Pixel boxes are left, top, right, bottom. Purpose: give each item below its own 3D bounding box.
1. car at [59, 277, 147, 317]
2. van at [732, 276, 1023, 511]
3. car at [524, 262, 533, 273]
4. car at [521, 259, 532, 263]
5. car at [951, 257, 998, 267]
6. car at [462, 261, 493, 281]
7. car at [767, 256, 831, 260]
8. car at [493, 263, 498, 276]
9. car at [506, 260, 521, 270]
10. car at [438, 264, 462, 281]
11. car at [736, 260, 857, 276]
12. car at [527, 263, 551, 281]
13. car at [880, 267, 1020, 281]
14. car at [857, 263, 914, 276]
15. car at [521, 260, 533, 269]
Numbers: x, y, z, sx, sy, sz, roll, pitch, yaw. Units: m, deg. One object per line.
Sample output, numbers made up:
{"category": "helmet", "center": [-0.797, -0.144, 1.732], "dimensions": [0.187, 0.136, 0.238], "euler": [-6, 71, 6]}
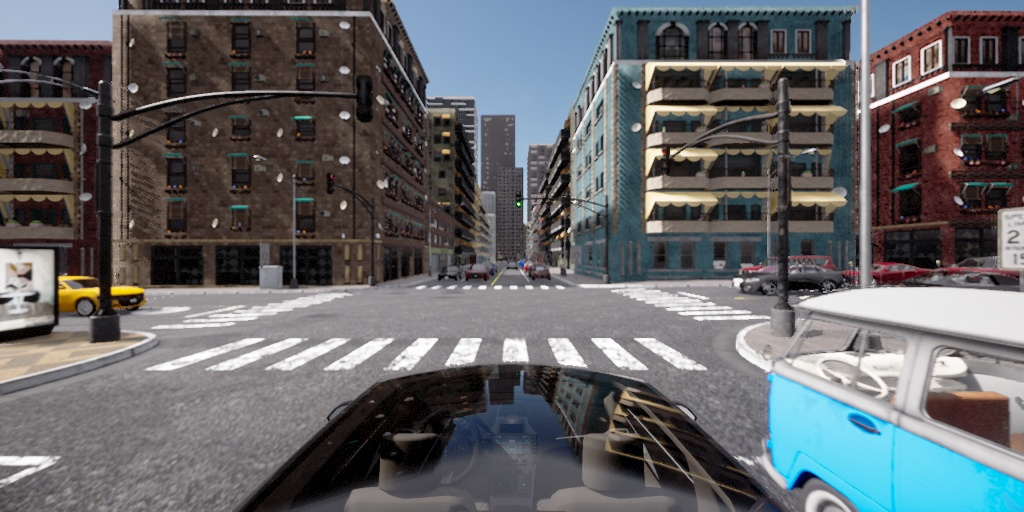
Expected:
{"category": "car", "center": [-17.885, 1.577, 14.554], "dimensions": [5.008, 1.535, 1.882], "euler": [-1, 0, 0]}
{"category": "van", "center": [2.690, 1.086, 1.050], "dimensions": [1.690, 1.789, 3.998], "euler": [0, 0, 0]}
{"category": "car", "center": [2.664, 1.606, 38.966], "dimensions": [1.948, 1.339, 4.313], "euler": [0, 0, 0]}
{"category": "car", "center": [3.108, 1.705, 64.206], "dimensions": [1.801, 1.575, 5.366], "euler": [0, 0, 0]}
{"category": "car", "center": [23.972, 0.844, 18.094], "dimensions": [4.553, 1.767, 2.097], "euler": [-1, 0, 0]}
{"category": "car", "center": [-3.120, 1.472, 33.157], "dimensions": [1.882, 1.535, 5.008], "euler": [0, 0, 0]}
{"category": "car", "center": [15.760, 0.925, 20.614], "dimensions": [5.009, 1.841, 2.192], "euler": [0, 0, 0]}
{"category": "car", "center": [-3.124, 1.420, 42.338], "dimensions": [2.097, 1.767, 4.553], "euler": [0, 0, 0]}
{"category": "car", "center": [0.058, 1.808, 63.744], "dimensions": [1.994, 1.385, 4.181], "euler": [0, 0, 0]}
{"category": "car", "center": [-5.713, 1.562, 33.449], "dimensions": [1.948, 1.339, 4.313], "euler": [0, 0, 0]}
{"category": "car", "center": [13.719, 1.132, 18.004], "dimensions": [4.902, 1.511, 2.128], "euler": [-1, 0, -1]}
{"category": "car", "center": [2.668, 1.578, 33.443], "dimensions": [1.802, 1.307, 4.207], "euler": [0, 0, 0]}
{"category": "car", "center": [15.787, 1.177, 12.233], "dimensions": [4.313, 1.339, 1.948], "euler": [0, 0, 0]}
{"category": "car", "center": [21.330, 1.075, 20.659], "dimensions": [4.507, 1.381, 1.888], "euler": [0, 0, 0]}
{"category": "car", "center": [2.657, 1.676, 50.012], "dimensions": [1.888, 1.381, 4.507], "euler": [0, 0, 0]}
